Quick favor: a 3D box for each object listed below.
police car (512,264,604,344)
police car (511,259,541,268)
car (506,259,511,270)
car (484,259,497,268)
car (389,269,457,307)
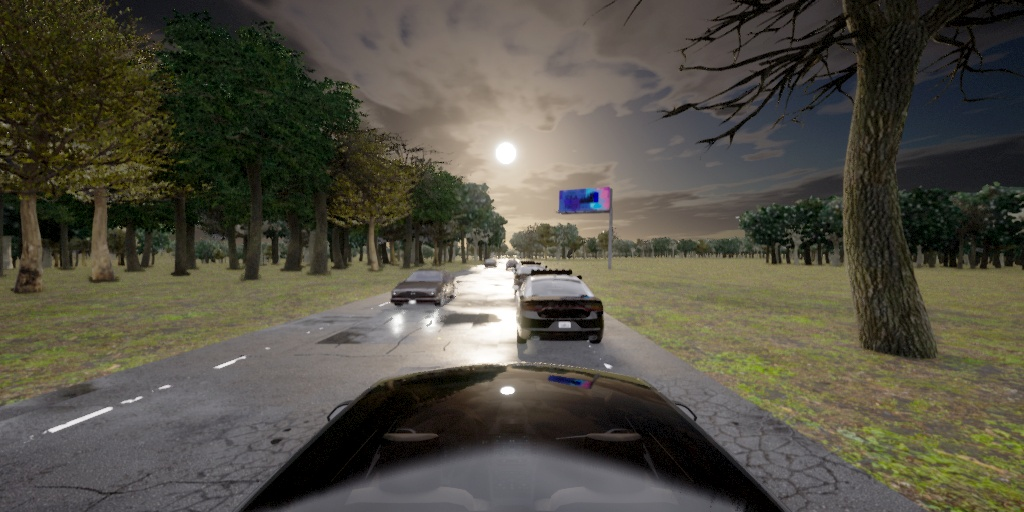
[{"bbox_3d":[1.050,1.168,9.722,1.930,1.638,5.238,0,0,0],"label":"police car"},{"bbox_3d":[1.049,1.160,19.724,1.930,1.638,5.238,0,0,0],"label":"police car"},{"bbox_3d":[0.057,1.320,52.573,1.895,1.301,4.718,0,0,0],"label":"car"},{"bbox_3d":[-3.576,1.196,59.447,1.882,1.535,5.008,0,0,0],"label":"car"},{"bbox_3d":[-3.600,1.286,15.631,2.033,1.411,5.357,0,0,0],"label":"car"}]
